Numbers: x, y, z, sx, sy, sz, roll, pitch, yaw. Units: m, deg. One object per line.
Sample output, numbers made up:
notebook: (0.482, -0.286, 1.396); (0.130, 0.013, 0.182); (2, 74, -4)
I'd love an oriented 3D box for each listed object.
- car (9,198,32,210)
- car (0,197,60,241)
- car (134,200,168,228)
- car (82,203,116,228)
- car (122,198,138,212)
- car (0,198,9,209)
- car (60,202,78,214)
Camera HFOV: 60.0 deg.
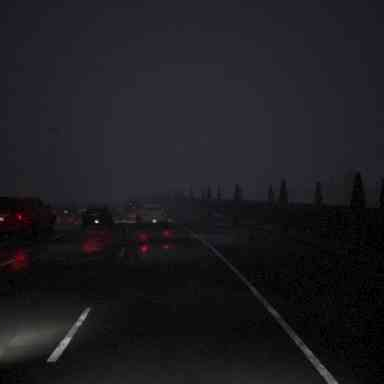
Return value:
car: (-23.362, 1.623, 45.511); (1.812, 1.442, 4.674); (0, 0, -15)
car: (-8.640, 1.258, 16.922); (2.150, 2.045, 5.566); (0, 0, -10)
car: (-2.774, 1.550, 22.721); (1.812, 1.442, 4.674); (0, 0, -12)
car: (-6.267, 1.539, 22.438); (1.837, 1.490, 4.892); (0, 0, -12)
car: (-7.351, 1.555, 40.640); (1.837, 1.490, 4.892); (0, 0, -15)
car: (-27.202, 1.613, 46.309); (1.837, 1.490, 4.892); (0, 0, -15)
car: (-13.117, 1.663, 35.183); (1.895, 1.301, 4.718); (0, 0, -15)
